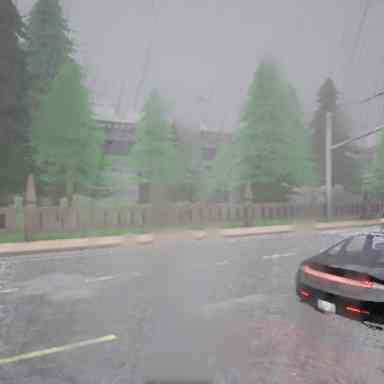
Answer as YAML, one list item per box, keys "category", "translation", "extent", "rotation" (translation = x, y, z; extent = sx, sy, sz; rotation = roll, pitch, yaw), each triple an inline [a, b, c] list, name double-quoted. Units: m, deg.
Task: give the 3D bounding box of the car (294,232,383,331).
- category: "car"
  translation: [4.109, 1.512, 6.232]
  extent: [4.902, 1.511, 2.128]
  rotation: [0, 0, -31]
